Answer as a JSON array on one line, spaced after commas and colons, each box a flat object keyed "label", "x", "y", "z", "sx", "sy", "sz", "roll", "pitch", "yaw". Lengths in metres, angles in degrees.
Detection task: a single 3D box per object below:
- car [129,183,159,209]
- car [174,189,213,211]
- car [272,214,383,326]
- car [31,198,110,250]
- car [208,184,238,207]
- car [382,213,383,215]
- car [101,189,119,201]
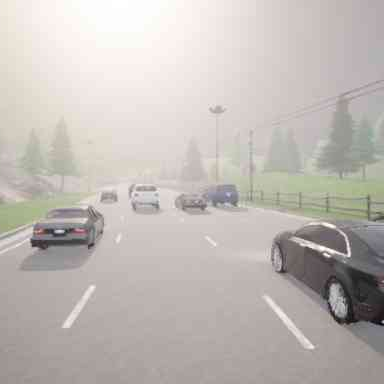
[{"label": "car", "x": -4.170, "y": 0.349, "z": 29.230, "sx": 2.150, "sy": 2.045, "sz": 5.566, "roll": 0, "pitch": 1, "yaw": -11}, {"label": "car", "x": -0.189, "y": 0.731, "z": 27.297, "sx": 2.033, "sy": 1.411, "sz": 5.357, "roll": 0, "pitch": 2, "yaw": -12}, {"label": "car", "x": 3.111, "y": 1.298, "z": 6.722, "sx": 1.837, "sy": 1.490, "sz": 4.892, "roll": 1, "pitch": 2, "yaw": -4}, {"label": "car", "x": -4.460, "y": 1.174, "z": 12.589, "sx": 2.033, "sy": 1.411, "sz": 5.357, "roll": 0, "pitch": 2, "yaw": -10}, {"label": "car", "x": 2.586, "y": 0.286, "z": 31.162, "sx": 2.150, "sy": 2.045, "sz": 5.566, "roll": 0, "pitch": 2, "yaw": -12}, {"label": "car", "x": 6.371, "y": 1.224, "z": 9.728, "sx": 1.812, "sy": 1.442, "sz": 4.674, "roll": 0, "pitch": 2, "yaw": -6}, {"label": "car", "x": -9.988, "y": 0.333, "z": 40.348, "sx": 1.812, "sy": 1.442, "sz": 4.674, "roll": 0, "pitch": 2, "yaw": -11}]
